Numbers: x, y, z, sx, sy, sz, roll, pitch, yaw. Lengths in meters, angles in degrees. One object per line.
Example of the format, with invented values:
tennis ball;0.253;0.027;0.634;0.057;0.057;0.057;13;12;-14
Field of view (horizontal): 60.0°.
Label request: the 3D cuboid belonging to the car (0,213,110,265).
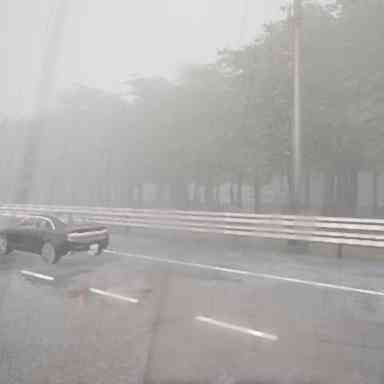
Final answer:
car;-5.012;1.496;11.745;4.902;1.511;2.128;0;0;36
